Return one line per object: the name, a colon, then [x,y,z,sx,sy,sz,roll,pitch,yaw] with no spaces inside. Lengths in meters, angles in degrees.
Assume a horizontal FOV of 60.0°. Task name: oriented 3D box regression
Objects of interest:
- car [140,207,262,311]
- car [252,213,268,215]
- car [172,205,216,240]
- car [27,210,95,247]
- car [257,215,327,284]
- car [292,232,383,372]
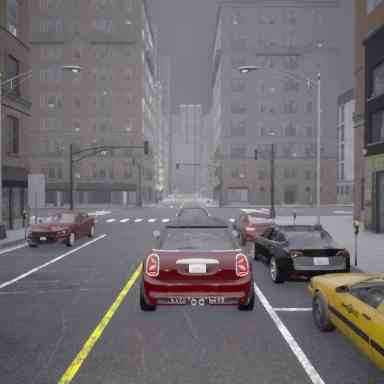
car: [0.086,1.350,7.920,2.097,1.767,4.553,0,0,0]
car: [2.839,1.577,15.002,1.802,1.307,4.206,-1,0,0]
car: [0.064,1.542,18.159,2.033,1.411,5.357,0,0,0]
car: [-5.707,1.540,14.983,1.887,1.381,4.507,-1,0,0]
car: [2.849,1.563,9.416,1.947,1.339,4.313,-1,0,0]
car: [2.859,1.524,4.000,1.752,1.417,4.829,-1,0,0]
